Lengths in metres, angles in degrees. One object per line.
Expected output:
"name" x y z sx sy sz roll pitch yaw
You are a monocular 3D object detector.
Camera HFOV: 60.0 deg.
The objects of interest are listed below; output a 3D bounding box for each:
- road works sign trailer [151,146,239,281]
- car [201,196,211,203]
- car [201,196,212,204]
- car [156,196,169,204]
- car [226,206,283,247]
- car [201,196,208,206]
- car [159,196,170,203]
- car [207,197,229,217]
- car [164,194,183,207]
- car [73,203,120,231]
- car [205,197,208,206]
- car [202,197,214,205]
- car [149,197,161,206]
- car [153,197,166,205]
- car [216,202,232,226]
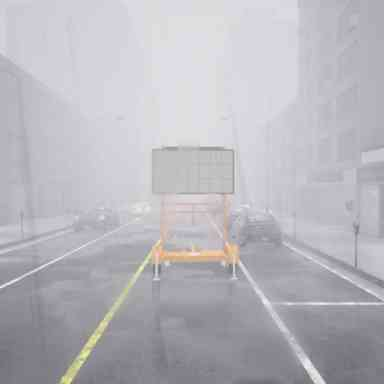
"road works sign trailer" 0.035 0.463 9.897 2.380 3.560 2.880 0 0 -2
"car" 2.834 1.577 69.842 1.887 1.381 4.507 -1 0 0
"car" 2.828 1.572 64.337 1.887 1.381 4.507 -1 0 0
"car" -5.697 1.578 64.347 2.008 1.369 4.403 -1 0 0
"car" 2.769 1.550 14.790 2.008 1.369 4.403 -1 0 0
"car" 2.815 1.584 53.327 1.947 1.339 4.313 -1 0 0
"car" -5.691 1.577 69.853 1.887 1.381 4.507 -1 0 0
"car" 2.787 1.445 31.306 1.967 1.590 4.097 -1 0 0
"car" -3.031 1.240 52.795 2.150 2.045 5.566 0 0 0
"car" -5.751 1.440 20.306 1.967 1.590 4.097 -1 0 0
"car" 2.795 1.552 36.811 1.887 1.381 4.507 -1 0 0
"car" 2.821 1.567 58.831 1.887 1.381 4.507 -1 0 0
"car" -5.712 1.458 53.337 1.967 1.590 4.097 -1 0 0
"car" -5.704 1.589 58.842 1.947 1.339 4.313 -1 0 0
"car" 2.775 1.545 20.296 1.887 1.381 4.507 -1 0 0
